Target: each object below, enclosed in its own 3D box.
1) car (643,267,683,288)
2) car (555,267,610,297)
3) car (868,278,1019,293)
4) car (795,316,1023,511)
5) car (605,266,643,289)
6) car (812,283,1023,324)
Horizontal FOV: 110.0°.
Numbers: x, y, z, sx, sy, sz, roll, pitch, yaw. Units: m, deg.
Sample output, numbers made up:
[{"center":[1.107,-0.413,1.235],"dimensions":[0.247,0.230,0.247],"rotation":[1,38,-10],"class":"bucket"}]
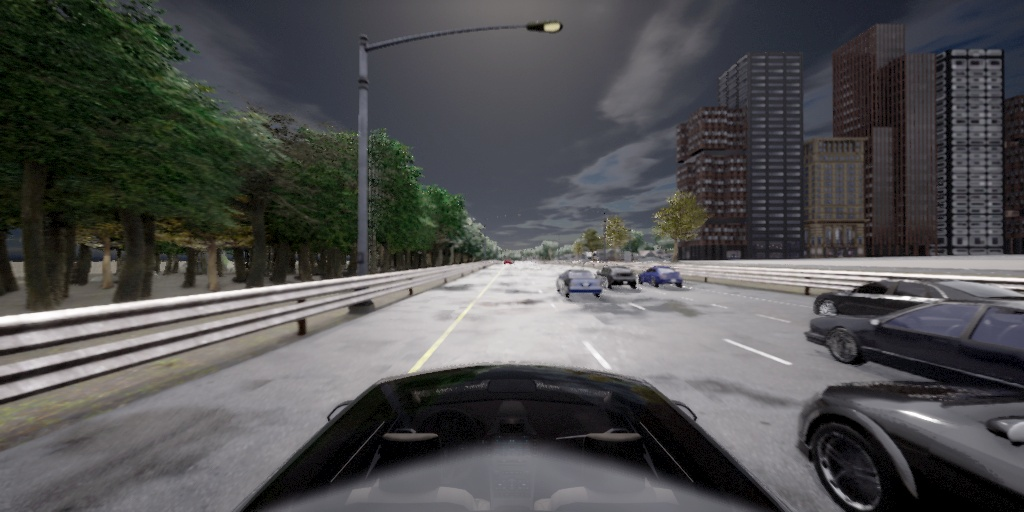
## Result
[{"center":[10.602,1.478,25.834],"dimensions":[1.812,1.442,4.674],"rotation":[0,0,0],"class":"car"},{"center":[3.597,1.456,19.978],"dimensions":[2.033,1.411,5.357],"rotation":[0,0,0],"class":"car"},{"center":[10.598,1.327,9.546],"dimensions":[1.837,1.490,4.892],"rotation":[0,0,0],"class":"car"},{"center":[3.585,1.313,1.544],"dimensions":[1.994,1.385,4.181],"rotation":[0,0,0],"class":"car"},{"center":[7.101,1.450,24.861],"dimensions":[1.837,1.490,4.892],"rotation":[0,0,0],"class":"car"},{"center":[7.097,1.329,5.089],"dimensions":[2.033,1.411,5.357],"rotation":[0,-1,0],"class":"car"}]
